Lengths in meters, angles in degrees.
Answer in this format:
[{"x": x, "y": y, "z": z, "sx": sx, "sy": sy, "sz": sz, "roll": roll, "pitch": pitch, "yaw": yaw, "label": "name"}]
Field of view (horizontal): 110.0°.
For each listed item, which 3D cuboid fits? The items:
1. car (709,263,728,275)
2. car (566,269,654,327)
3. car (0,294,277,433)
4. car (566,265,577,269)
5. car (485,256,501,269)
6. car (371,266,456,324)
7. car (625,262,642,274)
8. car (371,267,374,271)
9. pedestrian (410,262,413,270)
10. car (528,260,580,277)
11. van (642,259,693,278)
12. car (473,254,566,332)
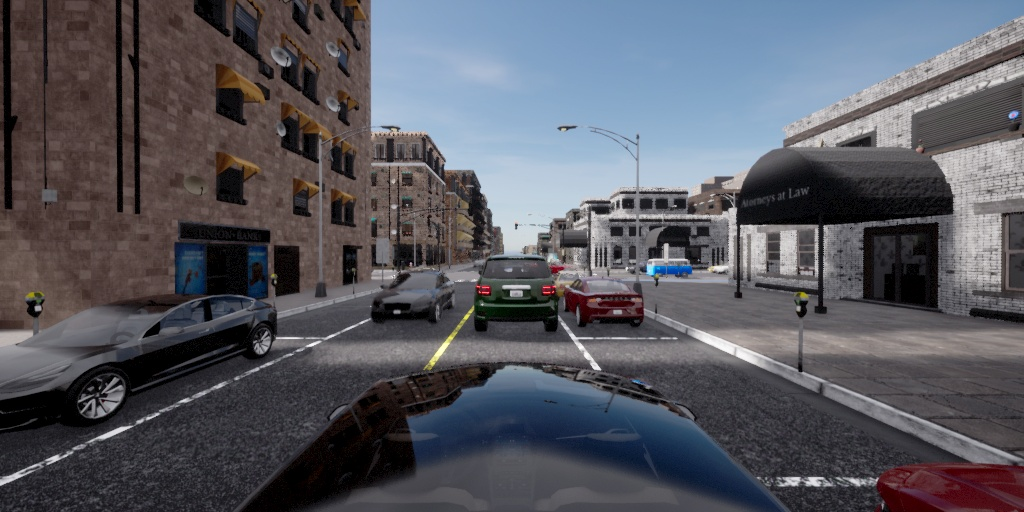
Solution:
[{"x": 24.817, "y": 1.413, "z": 39.367, "sx": 4.718, "sy": 1.301, "sz": 1.895, "roll": 0, "pitch": 0, "yaw": 0, "label": "car"}, {"x": 2.702, "y": 1.295, "z": 11.369, "sx": 1.888, "sy": 1.381, "sz": 4.507, "roll": 0, "pitch": 0, "yaw": 0, "label": "car"}, {"x": -5.686, "y": 1.315, "z": 5.689, "sx": 1.948, "sy": 1.339, "sz": 4.313, "roll": 0, "pitch": 0, "yaw": 0, "label": "car"}, {"x": 2.710, "y": 1.277, "z": 17.236, "sx": 1.751, "sy": 1.417, "sz": 4.829, "roll": 0, "pitch": 0, "yaw": 0, "label": "car"}, {"x": -3.016, "y": 1.001, "z": 57.644, "sx": 2.150, "sy": 2.045, "sz": 5.566, "roll": 0, "pitch": 0, "yaw": 0, "label": "car"}, {"x": -3.089, "y": 1.255, "z": 12.069, "sx": 1.837, "sy": 1.490, "sz": 4.892, "roll": 0, "pitch": 0, "yaw": 0, "label": "car"}, {"x": 14.975, "y": 1.277, "z": 39.317, "sx": 4.902, "sy": 1.511, "sz": 2.128, "roll": 0, "pitch": 0, "yaw": -2, "label": "car"}, {"x": -16.436, "y": 1.345, "z": 35.912, "sx": 4.718, "sy": 1.301, "sz": 1.895, "roll": 0, "pitch": 0, "yaw": 0, "label": "car"}, {"x": -12.574, "y": 1.213, "z": 44.671, "sx": 0.500, "sy": 1.100, "sz": 0.500, "roll": 0, "pitch": 0, "yaw": 0, "label": "pedestrian"}, {"x": 4.299, "y": 1.253, "z": 37.183, "sx": 5.008, "sy": 1.535, "sz": 1.882, "roll": 0, "pitch": 1, "yaw": 27, "label": "car"}, {"x": 14.697, "y": 1.165, "z": 33.517, "sx": 3.998, "sy": 1.789, "sz": 1.690, "roll": 0, "pitch": 0, "yaw": 0, "label": "van"}, {"x": 0.109, "y": 0.971, "z": 11.042, "sx": 2.150, "sy": 2.045, "sz": 5.566, "roll": 0, "pitch": 0, "yaw": 0, "label": "car"}]
